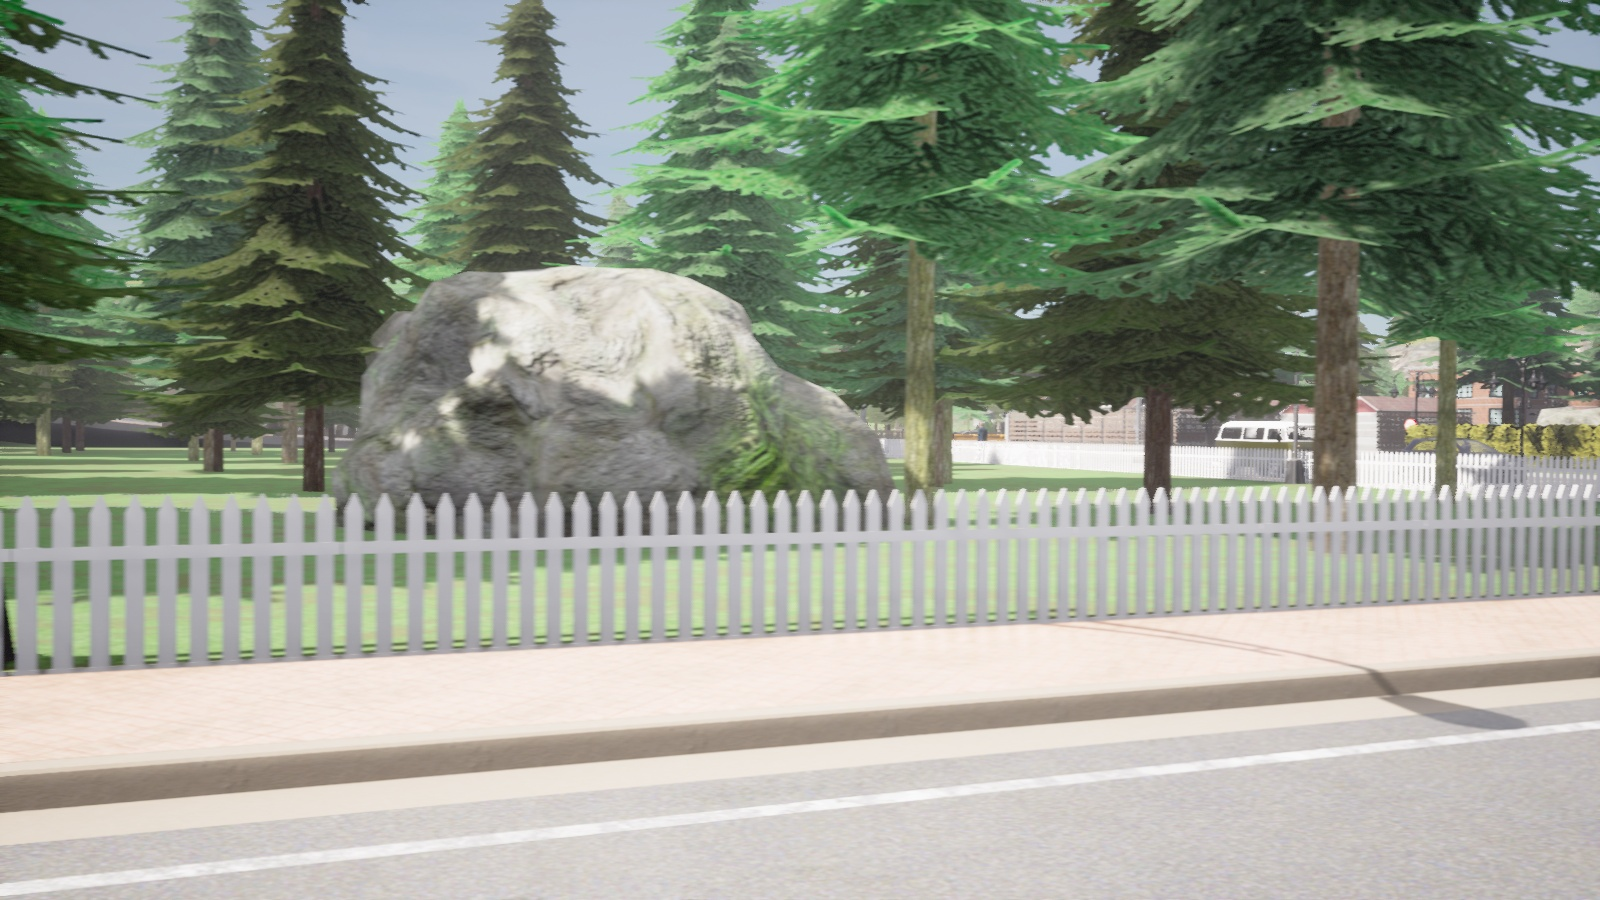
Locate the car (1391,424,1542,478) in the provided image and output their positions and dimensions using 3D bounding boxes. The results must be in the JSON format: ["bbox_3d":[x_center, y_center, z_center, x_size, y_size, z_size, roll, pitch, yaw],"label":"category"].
[{"bbox_3d":[19.497,0.000,36.915,1.845,1.501,3.633,-1,1,-19],"label":"car"}]

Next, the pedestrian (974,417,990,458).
[{"bbox_3d":[8.246,-0.557,56.817,0.402,1.842,0.726,-1,1,-19],"label":"pedestrian"}]

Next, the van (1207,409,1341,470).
[{"bbox_3d":[16.768,-0.387,44.678,2.069,2.038,4.480,-1,1,-19],"label":"van"}]
